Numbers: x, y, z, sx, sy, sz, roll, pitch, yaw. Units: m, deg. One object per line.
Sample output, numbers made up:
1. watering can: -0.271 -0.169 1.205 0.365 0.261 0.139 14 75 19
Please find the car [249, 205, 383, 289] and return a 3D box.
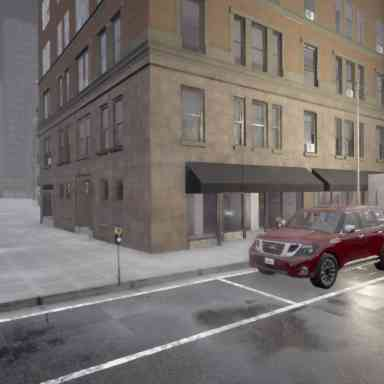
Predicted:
1. car: 3.867 1.313 9.314 5.009 1.841 2.192 0 -1 -36
